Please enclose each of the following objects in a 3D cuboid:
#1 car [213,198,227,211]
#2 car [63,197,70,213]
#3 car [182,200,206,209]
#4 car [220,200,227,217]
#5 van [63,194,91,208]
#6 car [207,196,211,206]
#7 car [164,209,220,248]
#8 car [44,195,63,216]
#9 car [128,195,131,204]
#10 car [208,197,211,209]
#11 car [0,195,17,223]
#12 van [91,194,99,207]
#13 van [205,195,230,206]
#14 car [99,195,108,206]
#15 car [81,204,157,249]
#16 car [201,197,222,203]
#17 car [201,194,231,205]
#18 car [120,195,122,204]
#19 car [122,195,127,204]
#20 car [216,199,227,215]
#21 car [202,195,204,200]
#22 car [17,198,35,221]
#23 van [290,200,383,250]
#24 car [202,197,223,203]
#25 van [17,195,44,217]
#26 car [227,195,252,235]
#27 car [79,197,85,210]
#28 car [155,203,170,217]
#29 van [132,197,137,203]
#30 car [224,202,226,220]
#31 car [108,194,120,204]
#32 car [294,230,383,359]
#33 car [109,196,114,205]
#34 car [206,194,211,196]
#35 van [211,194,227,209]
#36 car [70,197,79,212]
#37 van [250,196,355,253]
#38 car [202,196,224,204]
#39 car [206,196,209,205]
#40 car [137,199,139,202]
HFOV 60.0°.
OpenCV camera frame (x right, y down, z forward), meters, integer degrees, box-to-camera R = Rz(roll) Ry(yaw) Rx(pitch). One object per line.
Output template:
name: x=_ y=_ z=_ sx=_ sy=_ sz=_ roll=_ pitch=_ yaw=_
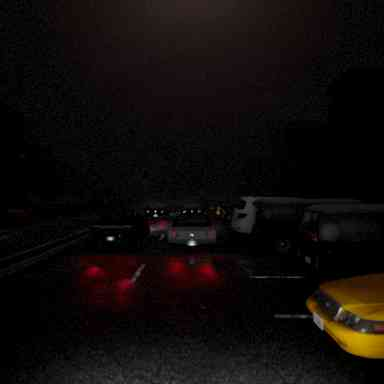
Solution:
car: x=4.637 y=1.580 z=32.248 sx=4.674 sy=1.452 sz=2.002 roll=0 pitch=0 yaw=0
car: x=-15.544 y=1.534 z=33.819 sx=4.892 sy=1.521 sz=2.231 roll=0 pitch=0 yaw=0
car: x=0.000 y=1.667 z=29.683 sx=1.895 sy=1.301 sz=4.718 roll=0 pitch=0 yaw=0
car: x=4.669 y=1.539 z=23.976 sx=4.792 sy=1.488 sz=2.163 roll=0 pitch=0 yaw=0
van: x=-15.661 y=1.354 z=42.158 sx=4.442 sy=1.987 sz=1.878 roll=0 pitch=0 yaw=0
car: x=4.634 y=1.582 z=40.518 sx=4.892 sy=1.521 sz=2.231 roll=0 pitch=0 yaw=0
car: x=0.000 y=1.625 z=14.682 sx=1.895 sy=1.301 sz=4.718 roll=0 pitch=0 yaw=0
car: x=-15.525 y=1.267 z=31.040 sx=5.566 sy=2.045 sz=2.435 roll=0 pitch=0 yaw=0
car: x=-15.519 y=1.775 z=67.042 sx=5.008 sy=1.535 sz=2.097 roll=0 pitch=0 yaw=0
car: x=4.634 y=1.567 z=37.762 sx=4.892 sy=1.521 sz=2.231 roll=0 pitch=0 yaw=0
car: x=-15.531 y=1.234 z=22.705 sx=5.566 sy=2.045 sz=2.435 roll=0 pitch=0 yaw=0
van: x=-15.425 y=1.371 z=44.935 sx=4.442 sy=1.987 sz=1.878 roll=0 pitch=0 yaw=0
van: x=4.523 y=1.486 z=59.820 sx=4.442 sy=1.987 sz=1.878 roll=0 pitch=0 yaw=0
car: x=-15.568 y=1.366 z=47.716 sx=5.566 sy=2.045 sz=2.435 roll=0 pitch=0 yaw=0
car: x=-3.000 y=1.503 z=14.652 sx=2.128 sy=1.511 sz=4.902 roll=0 pitch=0 yaw=0
car: x=4.646 y=1.851 z=79.122 sx=5.008 sy=1.535 sz=2.097 roll=0 pitch=0 yaw=0
car: x=4.669 y=1.506 z=65.335 sx=5.566 sy=2.045 sz=2.435 roll=0 pitch=0 yaw=0
car: x=-15.716 y=1.701 z=58.830 sx=5.366 sy=1.575 sz=1.946 roll=0 pitch=0 yaw=0
car: x=-15.558 y=1.477 z=61.612 sx=5.566 sy=2.045 sz=2.435 roll=0 pitch=-1 yaw=0
car: x=4.634 y=1.520 z=26.734 sx=4.892 sy=1.521 sz=2.231 roll=0 pitch=0 yaw=0
car: x=4.646 y=1.690 z=57.061 sx=5.008 sy=1.535 sz=2.097 roll=0 pitch=0 yaw=0
car: x=-15.372 y=1.493 z=25.482 sx=5.366 sy=1.575 sz=1.946 roll=0 pitch=0 yaw=0
van: x=4.757 y=1.252 z=7.435 sx=4.442 sy=1.987 sz=1.878 roll=0 pitch=0 yaw=0
car: x=4.638 y=1.876 z=76.366 sx=4.674 sy=1.452 sz=2.002 roll=0 pitch=0 yaw=0
van: x=-15.439 y=1.281 z=28.262 sx=4.442 sy=1.987 sz=1.878 roll=0 pitch=0 yaw=0
car: x=4.668 y=1.238 z=15.706 sx=5.566 sy=2.045 sz=2.435 roll=0 pitch=0 yaw=0
car: x=-15.544 y=1.602 z=39.252 sx=4.674 sy=1.452 sz=2.002 roll=0 pitch=0 yaw=0
car: x=-3.000 y=1.667 z=29.683 sx=1.895 sy=1.301 sz=4.718 roll=0 pitch=0 yaw=0
van: x=-15.401 y=1.617 z=75.383 sx=4.442 sy=1.987 sz=1.878 roll=0 pitch=0 yaw=0
car: x=4.643 y=1.541 z=21.219 sx=4.674 sy=1.452 sz=2.002 roll=0 pitch=0 yaw=0
car: x=-15.505 y=1.429 z=55.927 sx=5.566 sy=2.045 sz=2.435 roll=0 pitch=0 yaw=0
car: x=4.455 y=1.474 z=4.676 sx=5.366 sy=1.575 sz=1.946 roll=0 pitch=0 yaw=0
car: x=-15.532 y=1.698 z=53.207 sx=4.674 sy=1.452 sz=2.002 roll=0 pitch=0 yaw=0
car: x=4.609 y=1.505 z=48.790 sx=4.553 sy=1.767 sz=2.185 roll=0 pitch=0 yaw=0
van: x=4.523 y=1.326 z=34.882 sx=4.442 sy=1.987 sz=1.878 roll=0 pitch=0 yaw=0
car: x=-15.519 y=1.576 z=36.598 sx=4.792 sy=1.488 sz=2.163 roll=0 pitch=0 yaw=0
van: x=4.757 y=1.259 z=12.948 sx=4.442 sy=1.987 sz=1.878 roll=0 pitch=0 yaw=0
car: x=4.609 y=1.694 z=73.609 sx=4.553 sy=1.767 sz=2.185 roll=0 pitch=0 yaw=0
car: x=4.634 y=1.597 z=43.275 sx=4.892 sy=1.521 sz=2.231 roll=0 pitch=0 yaw=0
car: x=-15.547 y=1.731 z=78.291 sx=4.553 sy=1.767 sz=2.185 roll=0 pitch=0 yaw=0
